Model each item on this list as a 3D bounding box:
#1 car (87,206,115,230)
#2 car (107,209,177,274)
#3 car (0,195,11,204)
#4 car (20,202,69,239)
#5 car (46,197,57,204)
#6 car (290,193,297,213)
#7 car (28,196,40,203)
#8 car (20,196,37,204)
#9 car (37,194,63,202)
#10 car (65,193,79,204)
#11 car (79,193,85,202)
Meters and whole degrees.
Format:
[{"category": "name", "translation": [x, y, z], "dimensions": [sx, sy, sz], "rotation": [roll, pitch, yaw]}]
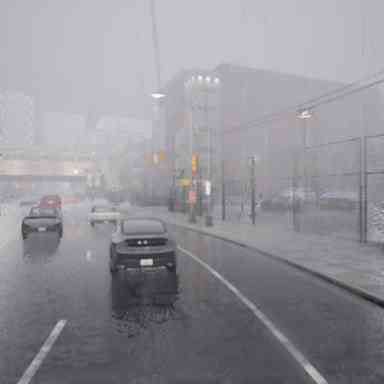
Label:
[{"category": "car", "translation": [-6.343, 1.625, 23.497], "dimensions": [1.895, 1.301, 4.718], "rotation": [0, 0, -22]}, {"category": "car", "translation": [-1.710, 1.513, 10.726], "dimensions": [1.837, 1.490, 4.892], "rotation": [0, 0, -14]}, {"category": "car", "translation": [-39.754, 1.616, 68.515], "dimensions": [2.231, 1.521, 4.892], "rotation": [0, 0, -13]}, {"category": "car", "translation": [-7.831, 1.519, 17.726], "dimensions": [2.128, 1.511, 4.902], "rotation": [0, 0, -21]}, {"category": "car", "translation": [-28.982, 1.655, 68.674], "dimensions": [1.994, 1.385, 4.181], "rotation": [0, 0, -23]}, {"category": "car", "translation": [9.033, 1.234, 34.626], "dimensions": [2.185, 1.767, 4.553], "rotation": [0, 0, -23]}, {"category": "car", "translation": [-34.602, 1.644, 73.076], "dimensions": [2.128, 1.511, 4.902], "rotation": [0, 0, -23]}, {"category": "car", "translation": [-26.739, 1.570, 54.186], "dimensions": [1.882, 1.535, 5.008], "rotation": [0, 0, -23]}, {"category": "car", "translation": [-15.656, 1.276, 36.935], "dimensions": [2.150, 2.045, 5.566], "rotation": [0, 0, -23]}, {"category": "car", "translation": [-24.241, 1.442, 66.449], "dimensions": [2.097, 1.767, 4.553], "rotation": [0, 0, -23]}, {"category": "car", "translation": [-28.627, 1.699, 85.313], "dimensions": [1.895, 1.301, 4.718], "rotation": [0, 0, -23]}]
